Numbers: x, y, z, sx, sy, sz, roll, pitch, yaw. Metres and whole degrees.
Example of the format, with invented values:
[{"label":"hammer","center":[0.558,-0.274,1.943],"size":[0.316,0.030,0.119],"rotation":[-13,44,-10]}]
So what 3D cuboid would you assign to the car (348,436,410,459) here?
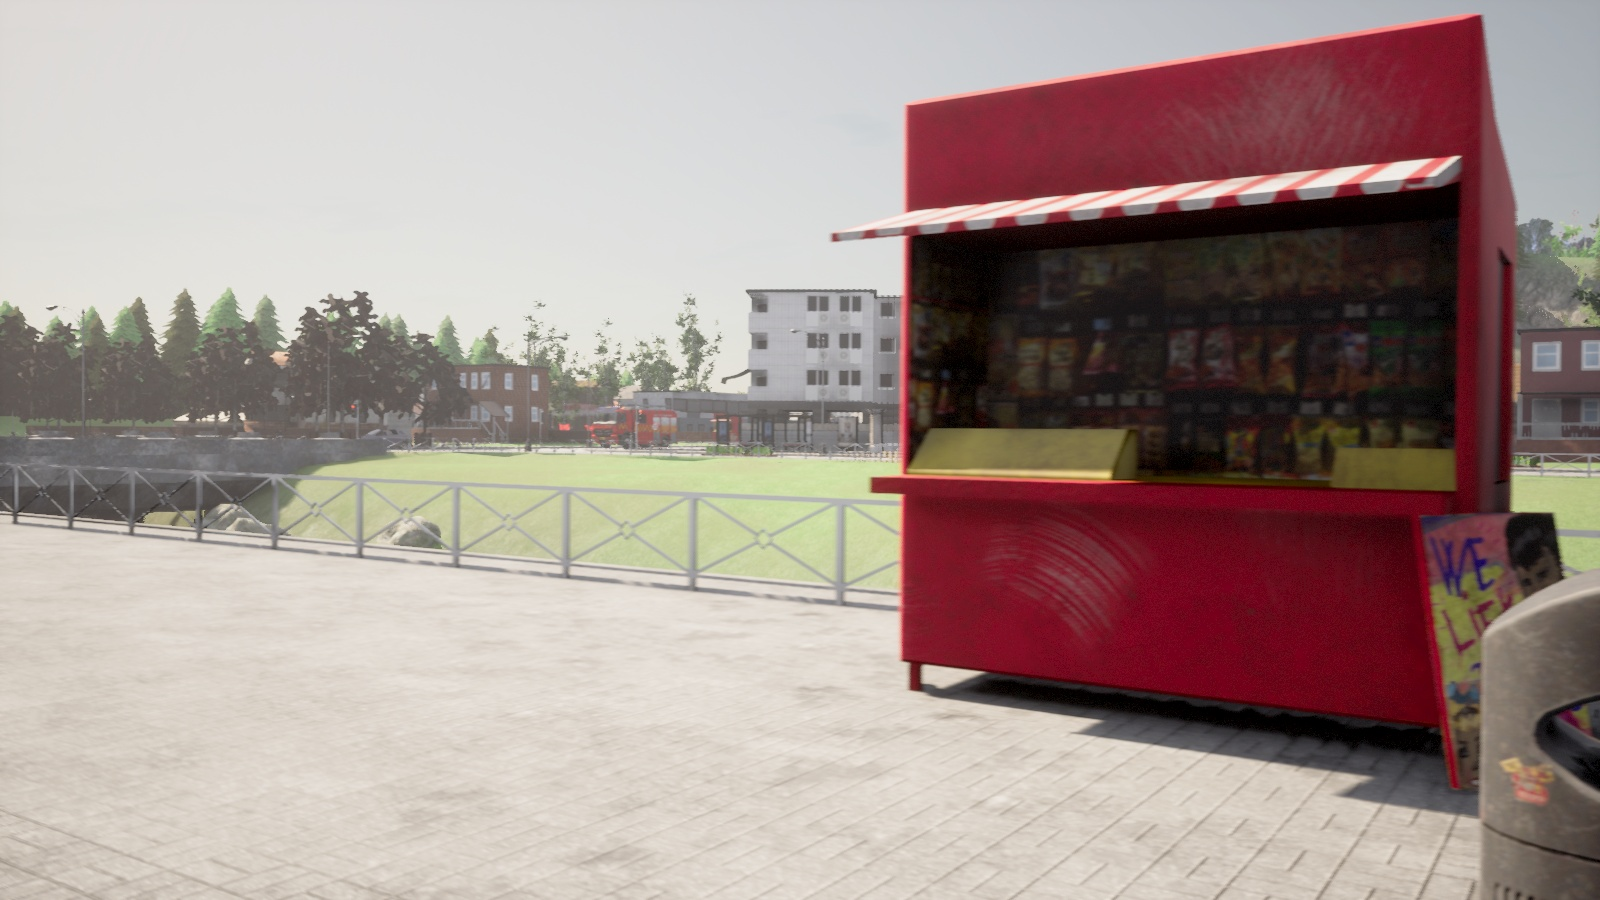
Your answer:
[{"label":"car","center":[-29.293,-0.183,87.470],"size":[3.633,1.501,1.845],"rotation":[-1,1,-43]}]
